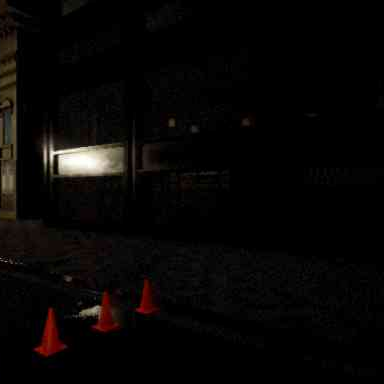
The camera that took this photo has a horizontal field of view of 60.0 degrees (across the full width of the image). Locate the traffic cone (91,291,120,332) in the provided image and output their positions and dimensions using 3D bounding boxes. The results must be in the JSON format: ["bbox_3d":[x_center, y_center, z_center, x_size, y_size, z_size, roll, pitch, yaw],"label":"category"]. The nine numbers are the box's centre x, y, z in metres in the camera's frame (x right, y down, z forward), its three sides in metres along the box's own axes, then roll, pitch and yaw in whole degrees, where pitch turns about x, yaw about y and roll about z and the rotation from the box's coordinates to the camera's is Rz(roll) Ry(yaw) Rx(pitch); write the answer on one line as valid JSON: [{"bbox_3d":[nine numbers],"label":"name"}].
[{"bbox_3d":[-1.462,1.983,5.636,0.340,0.580,0.340,0,0,36],"label":"traffic cone"}]

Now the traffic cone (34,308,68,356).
[{"bbox_3d":[-2.046,1.978,4.825,0.340,0.580,0.340,0,0,36],"label":"traffic cone"}]

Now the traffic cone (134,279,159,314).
[{"bbox_3d":[-0.878,1.988,6.448,0.340,0.580,0.340,0,0,36],"label":"traffic cone"}]
